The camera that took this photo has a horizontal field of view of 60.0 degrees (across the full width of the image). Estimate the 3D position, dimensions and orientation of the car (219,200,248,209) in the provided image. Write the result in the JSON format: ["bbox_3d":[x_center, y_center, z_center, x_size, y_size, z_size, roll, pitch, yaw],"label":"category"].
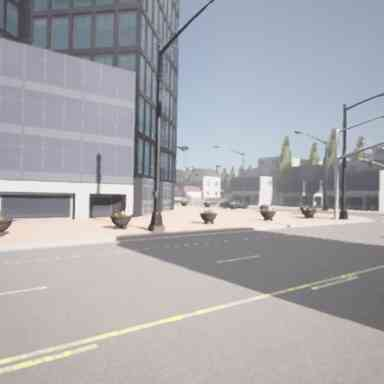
[{"bbox_3d":[6.614,2.002,53.296,2.033,1.411,5.357,2,-1,-35],"label":"car"}]
